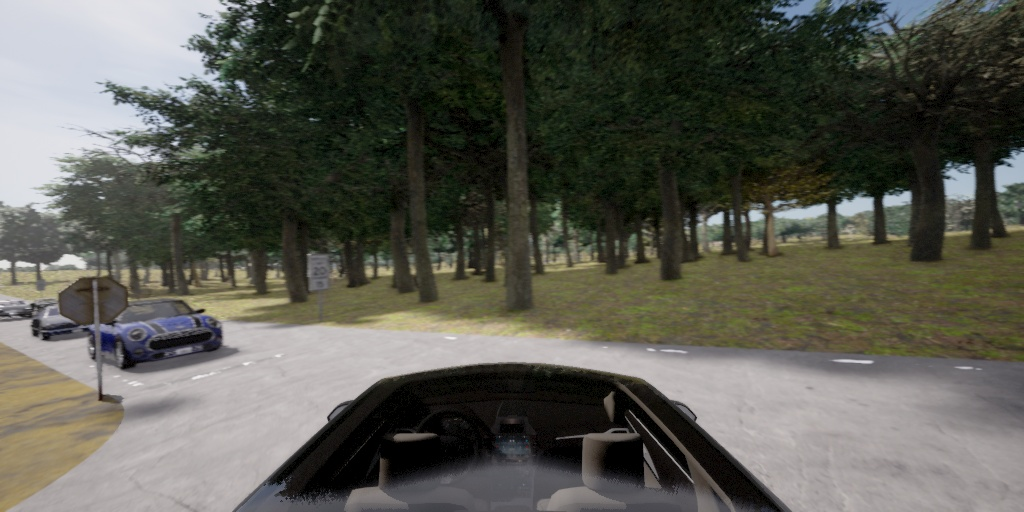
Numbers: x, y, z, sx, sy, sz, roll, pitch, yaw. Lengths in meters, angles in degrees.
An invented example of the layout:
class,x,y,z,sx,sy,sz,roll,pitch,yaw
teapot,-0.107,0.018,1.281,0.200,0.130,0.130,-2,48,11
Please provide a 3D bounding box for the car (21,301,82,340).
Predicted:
class,x,y,z,sx,sy,sz,roll,pitch,yaw
car,-21.584,3.083,17.345,5.357,1.411,2.033,-4,-1,32

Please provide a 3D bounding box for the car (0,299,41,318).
class,x,y,z,sx,sy,sz,roll,pitch,yaw
car,-39.186,4.189,27.994,4.902,1.511,2.128,-4,-1,31

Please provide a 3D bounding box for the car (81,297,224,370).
class,x,y,z,sx,sy,sz,roll,pitch,yaw
car,-10.787,2.113,10.835,4.553,1.767,2.097,-4,-1,31

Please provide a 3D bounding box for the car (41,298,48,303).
class,x,y,z,sx,sy,sz,roll,pitch,yaw
car,-44.115,4.631,34.189,4.718,1.301,1.895,-3,0,31

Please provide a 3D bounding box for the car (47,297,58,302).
class,x,y,z,sx,sy,sz,roll,pitch,yaw
car,-35.474,4.042,29.050,4.181,1.385,1.994,-4,-1,32
